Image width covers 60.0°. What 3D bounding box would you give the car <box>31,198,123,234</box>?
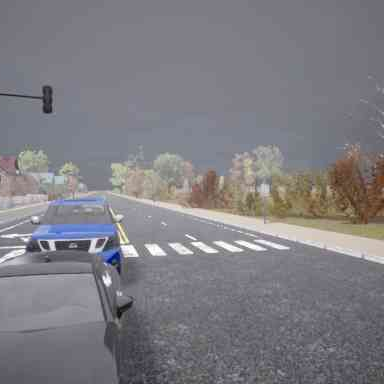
[{"bbox_3d":[-3.358,1.218,9.994,2.150,2.045,5.566,0,0,-15],"label":"car"}]

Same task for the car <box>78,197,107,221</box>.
[{"bbox_3d":[-8.146,1.338,27.544,2.097,1.767,4.553,0,0,-15],"label":"car"}]

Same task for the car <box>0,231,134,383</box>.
[{"bbox_3d":[-1.718,1.524,3.905,1.812,1.442,4.674,0,0,-13],"label":"car"}]

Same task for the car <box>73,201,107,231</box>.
[{"bbox_3d":[-6.585,1.468,21.811,1.882,1.535,5.008,0,0,-15],"label":"car"}]

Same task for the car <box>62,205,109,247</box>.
[{"bbox_3d":[-5.016,1.498,16.065,1.837,1.490,4.892,0,0,-15],"label":"car"}]
